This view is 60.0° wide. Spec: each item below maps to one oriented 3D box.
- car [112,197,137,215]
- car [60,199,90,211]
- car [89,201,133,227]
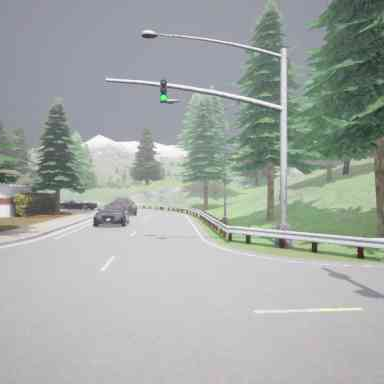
[{"bbox_3d":[-6.754,1.304,32.313,2.097,1.767,4.553,0,0,-22],"label":"car"},{"bbox_3d":[-13.749,1.546,39.673,4.718,1.301,1.895,0,0,11],"label":"car"},{"bbox_3d":[-5.376,1.529,22.585,1.994,1.385,4.181,0,0,-5],"label":"car"}]
